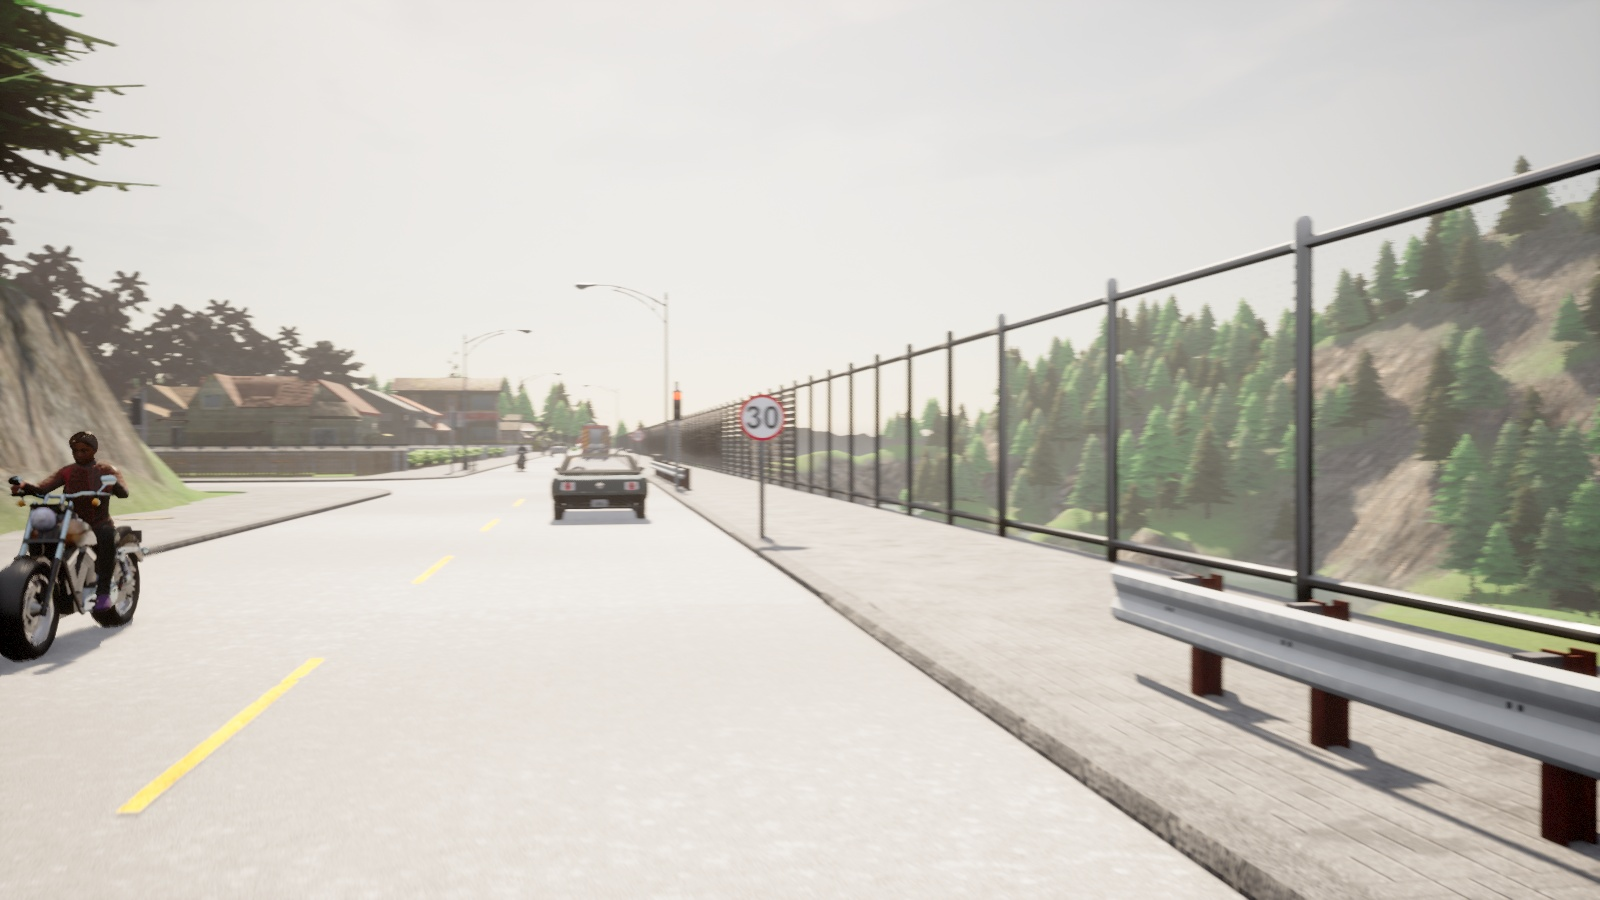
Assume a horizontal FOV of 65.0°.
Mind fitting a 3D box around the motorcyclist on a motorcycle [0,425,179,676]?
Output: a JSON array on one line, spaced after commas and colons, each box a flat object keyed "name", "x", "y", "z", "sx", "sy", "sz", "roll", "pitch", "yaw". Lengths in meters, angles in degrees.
[{"name": "motorcyclist on a motorcycle", "x": -5.451, "y": 0.653, "z": 9.408, "sx": 0.766, "sy": 1.649, "sz": 2.350, "roll": 0, "pitch": 0, "yaw": -9}]

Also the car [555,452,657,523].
[{"name": "car", "x": -4.035, "y": 0.715, "z": 26.071, "sx": 1.895, "sy": 1.301, "sz": 4.718, "roll": 0, "pitch": 0, "yaw": -9}]

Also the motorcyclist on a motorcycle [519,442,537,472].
[{"name": "motorcyclist on a motorcycle", "x": -14.746, "y": 0.360, "z": 68.193, "sx": 0.866, "sy": 1.590, "sz": 1.817, "roll": 0, "pitch": 0, "yaw": -9}]
